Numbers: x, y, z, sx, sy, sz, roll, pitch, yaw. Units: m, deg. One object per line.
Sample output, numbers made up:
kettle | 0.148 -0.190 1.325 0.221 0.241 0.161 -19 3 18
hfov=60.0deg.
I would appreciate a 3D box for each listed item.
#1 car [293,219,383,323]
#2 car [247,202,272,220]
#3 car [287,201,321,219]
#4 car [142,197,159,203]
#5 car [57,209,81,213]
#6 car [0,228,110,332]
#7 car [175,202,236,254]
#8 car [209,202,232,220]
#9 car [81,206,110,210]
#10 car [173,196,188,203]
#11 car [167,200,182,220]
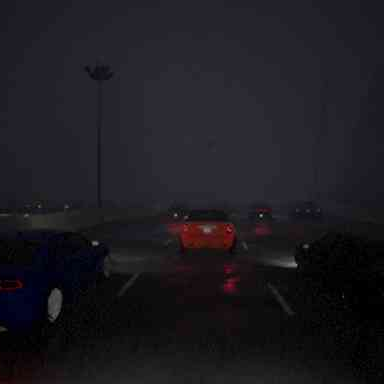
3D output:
car | 3.790 1.590 7.376 2.033 1.411 5.357 0 0 2
car | 6.035 1.668 29.562 1.837 1.490 4.892 0 0 9
car | 9.340 1.505 27.956 2.097 1.767 4.553 0 0 9
car | -9.685 1.860 78.187 1.837 1.490 4.892 0 0 21
car | -13.977 1.548 37.987 2.097 1.767 4.553 0 0 11
car | -3.215 1.515 7.111 1.882 1.535 5.008 0 0 2
car | 0.710 1.428 14.128 2.097 1.767 4.553 0 0 4
car | 2.811 1.696 31.540 1.812 1.442 4.674 0 0 9
car | -10.332 1.692 38.428 2.128 1.511 4.902 0 0 11
car | -2.602 1.815 77.089 1.882 1.535 5.008 0 0 21
car | -0.972 1.667 30.051 1.837 1.490 4.892 0 0 9
